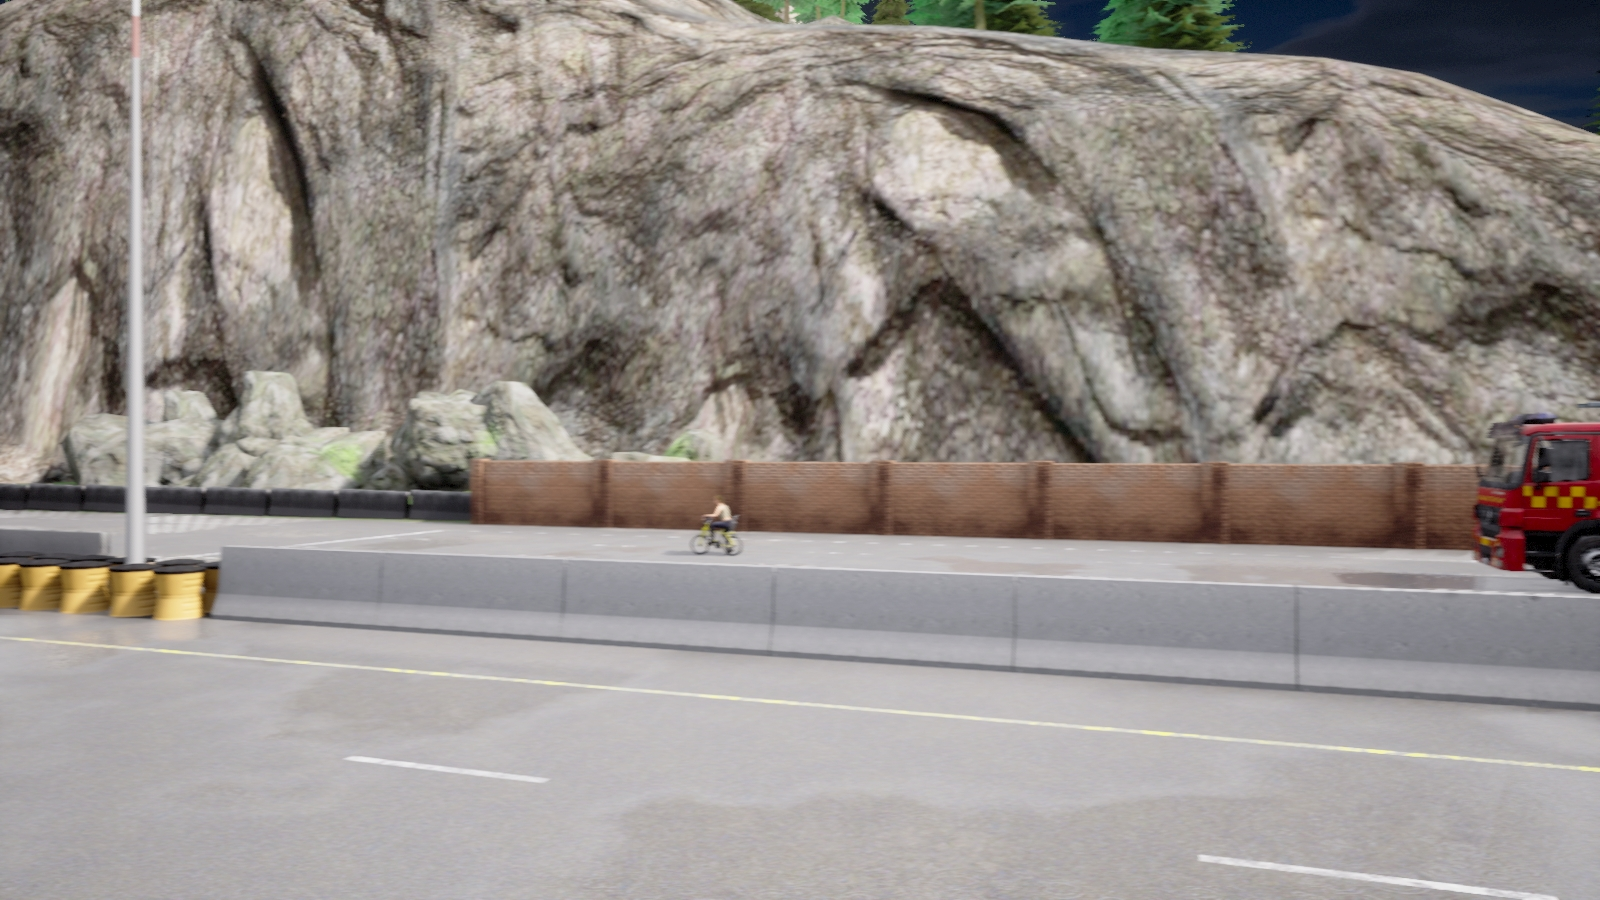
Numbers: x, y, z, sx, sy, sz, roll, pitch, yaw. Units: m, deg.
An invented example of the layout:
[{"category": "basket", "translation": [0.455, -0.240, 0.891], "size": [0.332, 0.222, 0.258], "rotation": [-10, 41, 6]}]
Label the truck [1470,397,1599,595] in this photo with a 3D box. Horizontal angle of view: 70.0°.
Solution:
[{"category": "truck", "translation": [18.409, 0.887, 22.634], "size": [8.468, 3.827, 2.891], "rotation": [0, 0, 19]}]
